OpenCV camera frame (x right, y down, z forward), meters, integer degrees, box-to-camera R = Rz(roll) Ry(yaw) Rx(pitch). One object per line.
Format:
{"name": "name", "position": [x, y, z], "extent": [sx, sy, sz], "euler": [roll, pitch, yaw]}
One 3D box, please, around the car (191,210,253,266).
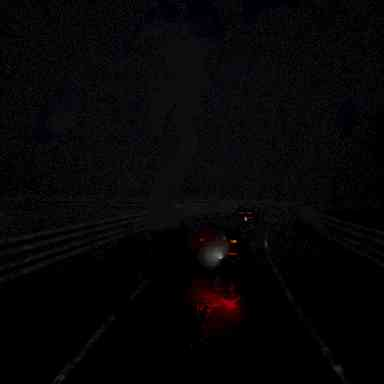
{"name": "car", "position": [1.185, 1.620, 12.078], "extent": [1.837, 1.490, 4.892], "euler": [0, 0, 10]}

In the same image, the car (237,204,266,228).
{"name": "car", "position": [4.630, 1.678, 26.327], "extent": [1.837, 1.490, 4.892], "euler": [-1, 0, 19]}
